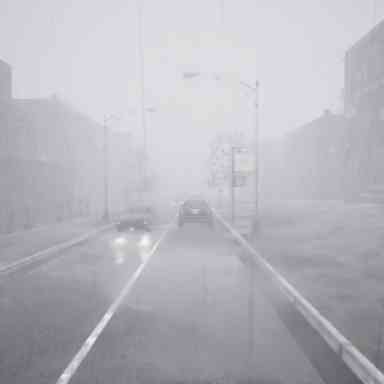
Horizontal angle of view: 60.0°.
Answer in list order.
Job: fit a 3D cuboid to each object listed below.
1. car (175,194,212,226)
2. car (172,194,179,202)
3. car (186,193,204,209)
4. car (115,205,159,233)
[{"bbox_3d":[0.225,1.235,22.220,2.097,1.767,4.553,0,0,0],"label":"car"},{"bbox_3d":[-2.546,1.117,61.787,1.837,1.490,4.892,0,1,1],"label":"car"},{"bbox_3d":[0.402,1.097,42.466,2.097,1.767,4.553,0,0,1],"label":"car"},{"bbox_3d":[-3.017,1.451,19.388,2.033,1.411,5.357,0,0,1],"label":"car"}]
